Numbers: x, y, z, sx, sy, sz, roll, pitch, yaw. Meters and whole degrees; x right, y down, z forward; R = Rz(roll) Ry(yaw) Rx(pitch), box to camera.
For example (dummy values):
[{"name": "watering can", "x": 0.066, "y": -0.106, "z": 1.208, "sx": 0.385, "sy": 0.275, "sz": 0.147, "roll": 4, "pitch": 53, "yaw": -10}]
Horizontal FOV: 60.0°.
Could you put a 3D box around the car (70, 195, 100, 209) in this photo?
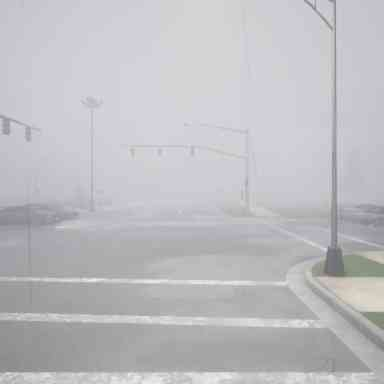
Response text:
[{"name": "car", "x": -14.463, "y": 1.547, "z": 44.872, "sx": 2.033, "sy": 1.411, "sz": 5.357, "roll": 0, "pitch": 0, "yaw": 1}]

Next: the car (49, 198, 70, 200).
[{"name": "car", "x": -18.002, "y": 1.601, "z": 42.938, "sx": 1.895, "sy": 1.301, "sz": 4.718, "roll": 0, "pitch": 0, "yaw": 1}]

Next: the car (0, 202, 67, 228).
[{"name": "car", "x": -10.806, "y": 1.564, "z": 21.665, "sx": 4.181, "sy": 1.385, "sz": 1.994, "roll": 0, "pitch": 0, "yaw": 0}]

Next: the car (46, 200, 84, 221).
[{"name": "car", "x": -11.411, "y": 1.547, "z": 25.169, "sx": 5.357, "sy": 1.411, "sz": 2.033, "roll": 0, "pitch": 0, "yaw": 0}]

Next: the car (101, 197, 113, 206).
[{"name": "car", "x": -14.327, "y": 1.526, "z": 54.462, "sx": 1.812, "sy": 1.442, "sz": 4.674, "roll": 0, "pitch": 0, "yaw": 1}]

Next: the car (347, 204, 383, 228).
[{"name": "car", "x": 12.958, "y": 1.601, "z": 21.495, "sx": 4.718, "sy": 1.301, "sz": 1.895, "roll": 0, "pitch": 0, "yaw": 0}]

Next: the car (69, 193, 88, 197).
[{"name": "car", "x": -17.864, "y": 1.221, "z": 52.579, "sx": 2.150, "sy": 2.045, "sz": 5.566, "roll": 0, "pitch": 0, "yaw": 1}]

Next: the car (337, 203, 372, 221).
[{"name": "car", "x": 13.140, "y": 1.526, "z": 24.994, "sx": 4.674, "sy": 1.442, "sz": 1.812, "roll": 0, "pitch": 0, "yaw": 0}]
